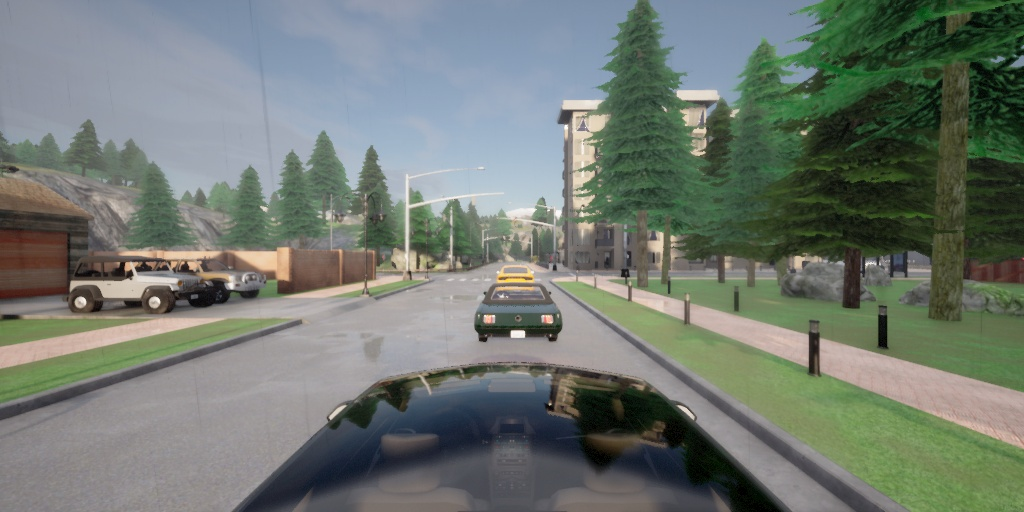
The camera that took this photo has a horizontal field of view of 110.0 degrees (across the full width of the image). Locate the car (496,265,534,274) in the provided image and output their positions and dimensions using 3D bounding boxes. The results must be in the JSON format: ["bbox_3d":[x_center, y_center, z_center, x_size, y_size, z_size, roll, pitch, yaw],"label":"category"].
[{"bbox_3d":[0.176,1.226,19.050,1.882,1.535,5.008,0,0,0],"label":"car"}]

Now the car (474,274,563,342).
[{"bbox_3d":[0.146,1.350,9.711,1.895,1.301,4.718,0,0,0],"label":"car"}]
